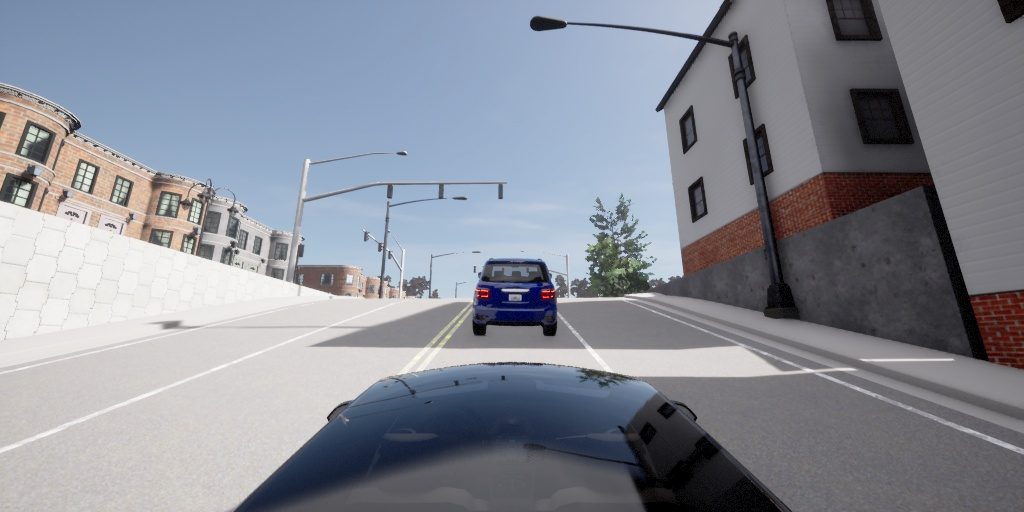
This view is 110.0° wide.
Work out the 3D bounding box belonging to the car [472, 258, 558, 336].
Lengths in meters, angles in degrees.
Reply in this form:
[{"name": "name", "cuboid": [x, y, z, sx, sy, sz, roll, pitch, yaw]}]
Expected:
[{"name": "car", "cuboid": [0.087, 1.097, 11.008, 2.150, 2.045, 5.566, 1, -1, 0]}]
